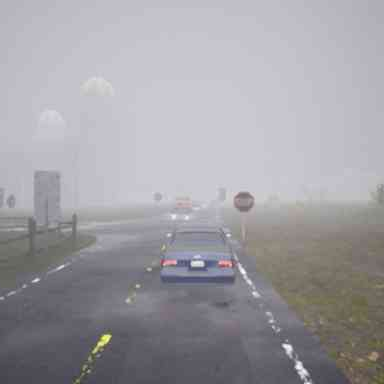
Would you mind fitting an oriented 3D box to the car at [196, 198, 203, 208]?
[{"bbox_3d":[0.172,1.848,54.351,1.994,1.385,4.181,0,0,6],"label":"car"}]

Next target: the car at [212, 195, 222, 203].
[{"bbox_3d":[6.071,1.678,80.344,2.097,1.767,4.553,0,0,7],"label":"car"}]

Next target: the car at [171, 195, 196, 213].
[{"bbox_3d":[-1.134,1.444,40.792,2.150,2.045,5.566,0,0,5],"label":"car"}]

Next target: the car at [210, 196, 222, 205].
[{"bbox_3d":[4.887,1.872,70.406,2.128,1.511,4.902,0,0,7],"label":"car"}]

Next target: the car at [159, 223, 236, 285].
[{"bbox_3d":[0.188,1.603,9.658,2.033,1.411,5.357,0,0,2],"label":"car"}]

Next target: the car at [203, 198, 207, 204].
[{"bbox_3d":[2.031,1.885,69.672,1.994,1.385,4.181,0,0,7],"label":"car"}]
